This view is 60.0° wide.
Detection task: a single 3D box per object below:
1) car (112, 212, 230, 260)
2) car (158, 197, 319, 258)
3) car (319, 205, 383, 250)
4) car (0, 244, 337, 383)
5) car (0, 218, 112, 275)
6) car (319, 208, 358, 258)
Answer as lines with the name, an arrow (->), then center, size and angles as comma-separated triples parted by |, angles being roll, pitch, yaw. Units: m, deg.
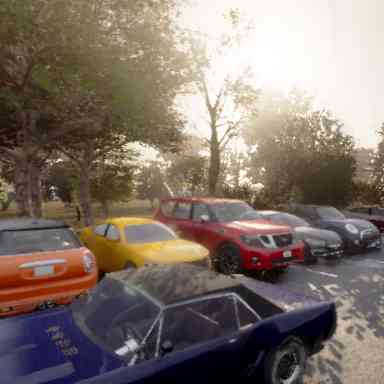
car -> -1.494, 1.468, 9.012 | 2.097, 1.535, 5.008 | 0, 0, -36
car -> 0.790, 1.208, 10.608 | 2.435, 2.045, 5.566 | 0, 0, -36
car -> 5.283, 1.316, 13.901 | 2.185, 1.767, 4.553 | 0, 0, -36
car -> -0.549, 1.596, 3.607 | 4.718, 1.301, 1.895 | 0, 0, -36
car -> -3.737, 1.351, 7.360 | 2.185, 1.767, 4.553 | 0, 0, -36
car -> 3.034, 1.452, 12.258 | 2.231, 1.521, 4.892 | 0, 0, -36
